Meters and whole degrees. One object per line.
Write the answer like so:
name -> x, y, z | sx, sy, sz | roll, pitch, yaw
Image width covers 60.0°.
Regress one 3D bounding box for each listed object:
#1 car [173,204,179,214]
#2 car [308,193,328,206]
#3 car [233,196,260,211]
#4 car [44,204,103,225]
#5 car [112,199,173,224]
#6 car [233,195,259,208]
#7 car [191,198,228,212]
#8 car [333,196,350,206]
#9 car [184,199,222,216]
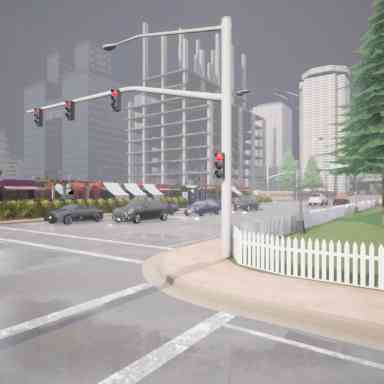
car -> -3.405, 1.547, 32.064 | 2.033, 1.411, 5.357 | 0, 0, 34
car -> 21.052, 1.221, 55.345 | 2.150, 2.045, 5.566 | 0, 0, 34
car -> 6.715, 1.505, 40.747 | 1.837, 1.490, 4.892 | 0, 0, 34
car -> -8.588, 1.564, 24.410 | 1.994, 1.385, 4.181 | 0, 0, 34
car -> -3.874, 1.352, 25.127 | 2.097, 1.767, 4.553 | 0, 0, 34
car -> 7.945, 1.352, 48.751 | 2.097, 1.767, 4.553 | 0, 0, 35
car -> 2.242, 1.547, 40.399 | 2.033, 1.411, 5.357 | 0, 0, 34
car -> 24.122, 1.478, 53.636 | 1.882, 1.535, 5.008 | 0, 0, 34
car -> 1.078, 1.526, 32.421 | 1.812, 1.442, 4.674 | 0, 0, 34
